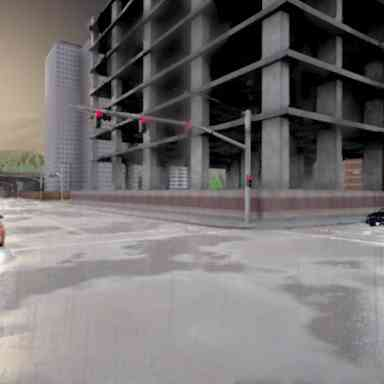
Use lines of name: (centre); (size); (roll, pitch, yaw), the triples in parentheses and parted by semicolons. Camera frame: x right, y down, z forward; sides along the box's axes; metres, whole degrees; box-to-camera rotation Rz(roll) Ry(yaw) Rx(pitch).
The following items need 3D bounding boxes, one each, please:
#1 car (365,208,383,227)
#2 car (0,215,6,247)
car: (13.790, 1.601, 22.316); (5.357, 1.411, 2.033); (0, 0, -35)
car: (-9.418, 1.391, 14.347); (2.097, 1.767, 4.553); (0, 0, -35)
